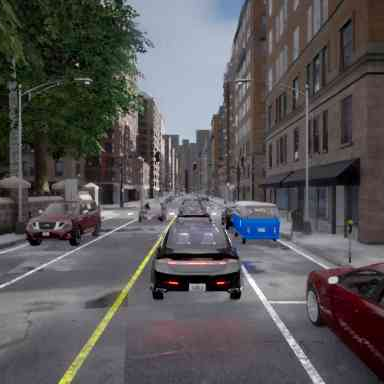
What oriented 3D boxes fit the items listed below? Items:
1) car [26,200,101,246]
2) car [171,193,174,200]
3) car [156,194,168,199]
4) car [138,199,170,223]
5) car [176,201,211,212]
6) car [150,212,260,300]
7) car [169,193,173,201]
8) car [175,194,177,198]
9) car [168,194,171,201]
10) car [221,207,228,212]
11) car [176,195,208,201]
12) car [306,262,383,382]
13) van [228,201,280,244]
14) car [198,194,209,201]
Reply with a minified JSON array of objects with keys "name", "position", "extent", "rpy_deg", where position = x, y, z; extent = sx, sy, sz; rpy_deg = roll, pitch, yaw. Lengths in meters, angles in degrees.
[{"name":"car","position":[-5.676,1.310,15.426],"extent":[2.192,1.841,5.009],"rpy_deg":[0,0,0]},{"name":"car","position":[-5.697,1.490,75.468],"extent":[1.887,1.381,4.507],"rpy_deg":[0,0,0]},{"name":"car","position":[-5.691,1.479,58.945],"extent":[1.752,1.417,4.829],"rpy_deg":[0,0,0]},{"name":"car","position":[-3.010,1.550,25.926],"extent":[1.812,1.442,4.674],"rpy_deg":[0,0,0]},{"name":"car","position":[0.092,1.485,18.309],"extent":[2.128,1.511,4.902],"rpy_deg":[0,0,0]},{"name":"car","position":[0.097,1.490,8.370],"extent":[2.128,1.511,4.902],"rpy_deg":[0,0,0]},{"name":"car","position":[-5.695,1.492,70.017],"extent":[1.887,1.381,4.507],"rpy_deg":[0,0,0]},{"name":"car","position":[-5.701,1.495,86.369],"extent":[2.008,1.369,4.403],"rpy_deg":[0,0,0]},{"name":"car","position":[-5.693,1.501,64.566],"extent":[2.008,1.369,4.403],"rpy_deg":[0,0,0]},{"name":"car","position":[2.848,1.557,21.130],"extent":[1.947,1.339,4.313],"rpy_deg":[0,0,0]},{"name":"car","position":[-0.011,1.338,27.486],"extent":[2.097,1.767,4.553],"rpy_deg":[0,0,0]},{"name":"car","position":[2.853,1.544,4.149],"extent":[1.887,1.381,4.507],"rpy_deg":[0,0,0]},{"name":"van","position":[2.849,1.336,15.469],"extent":[1.690,1.788,3.998],"rpy_deg":[0,0,0]},{"name":"car","position":[2.827,1.386,75.506],"extent":[1.967,1.590,4.097],"rpy_deg":[0,0,0]}]
